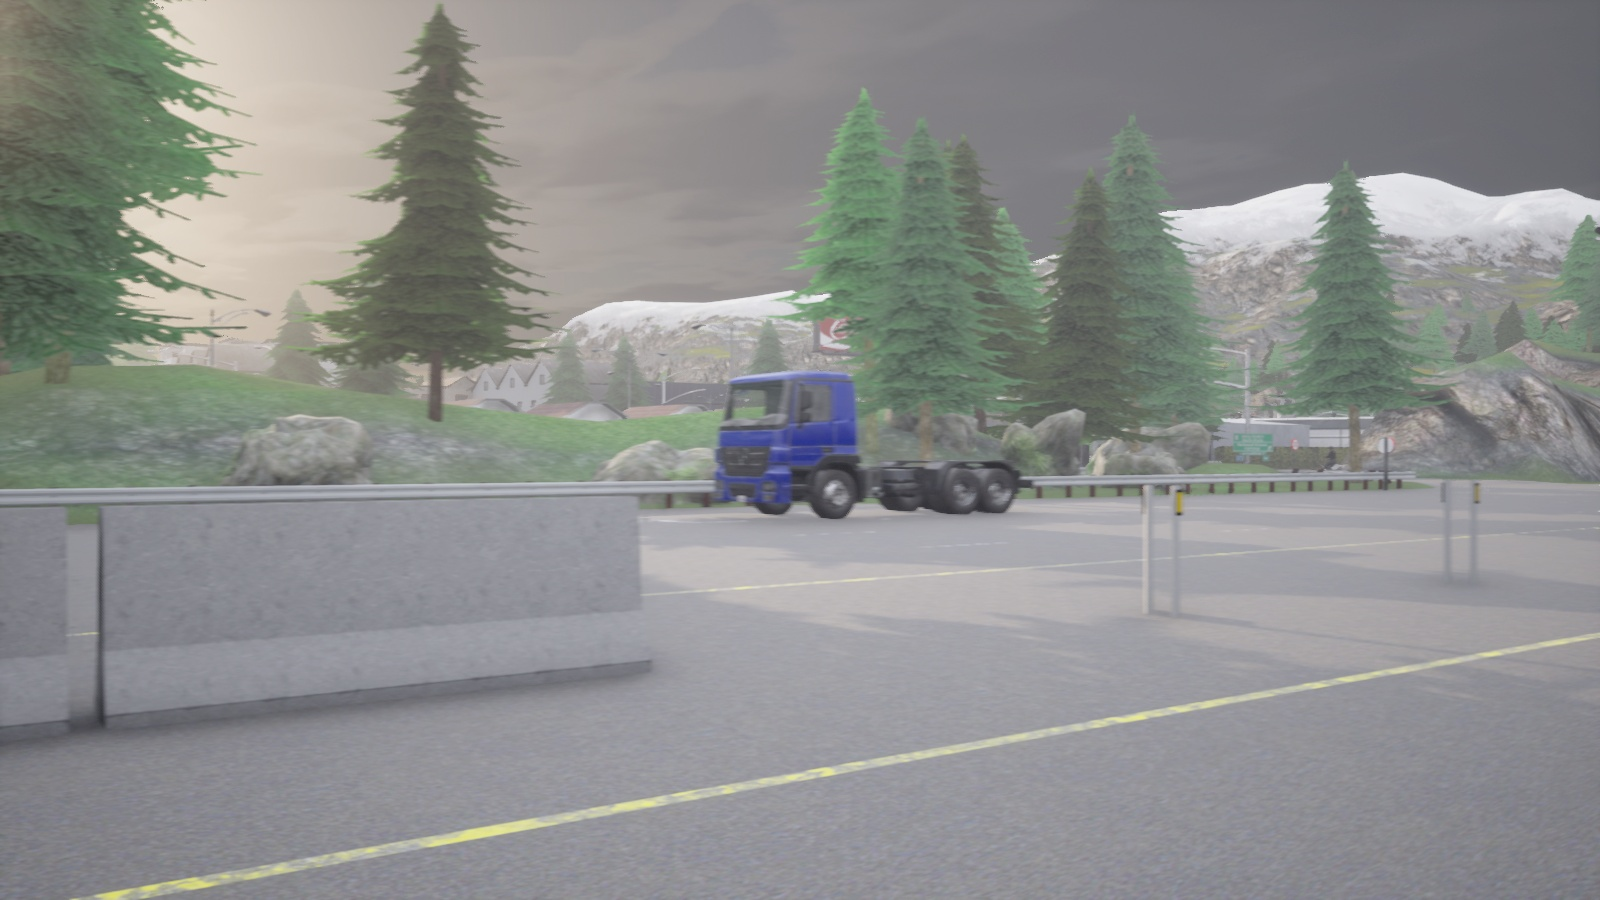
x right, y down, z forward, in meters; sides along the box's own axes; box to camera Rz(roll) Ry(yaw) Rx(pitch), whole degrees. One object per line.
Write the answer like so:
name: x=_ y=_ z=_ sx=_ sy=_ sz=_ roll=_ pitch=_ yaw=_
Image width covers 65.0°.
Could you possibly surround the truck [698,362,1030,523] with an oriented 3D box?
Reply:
truck: x=1.693 y=-0.164 z=30.427 sx=7.936 sy=3.462 sz=2.891 roll=0 pitch=0 yaw=-35
